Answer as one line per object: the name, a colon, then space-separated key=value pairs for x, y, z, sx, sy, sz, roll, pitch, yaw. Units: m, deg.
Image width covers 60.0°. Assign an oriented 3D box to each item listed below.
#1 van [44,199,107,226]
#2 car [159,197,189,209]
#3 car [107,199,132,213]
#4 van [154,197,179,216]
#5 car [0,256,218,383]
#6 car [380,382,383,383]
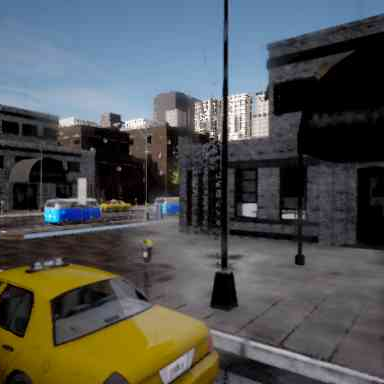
van: x=-8.321 y=1.377 z=23.510 sx=1.690 sy=1.788 sz=3.998 roll=0 pitch=0 yaw=35
car: x=-2.478 y=1.465 z=46.418 sx=1.967 sy=1.590 sz=4.097 roll=0 pitch=0 yaw=35
car: x=-8.922 y=1.517 z=37.239 sx=1.752 sy=1.417 sz=4.829 roll=0 pitch=0 yaw=35
van: x=-1.976 y=1.406 z=32.549 sx=1.690 sy=1.788 sz=3.998 roll=0 pitch=0 yaw=35
car: x=-2.010 y=1.519 z=4.302 sx=4.829 sy=1.417 sz=1.752 roll=0 pitch=0 yaw=36
car: x=2.767 y=1.548 z=0.895 sx=4.507 sy=1.381 sz=1.887 roll=0 pitch=0 yaw=36
